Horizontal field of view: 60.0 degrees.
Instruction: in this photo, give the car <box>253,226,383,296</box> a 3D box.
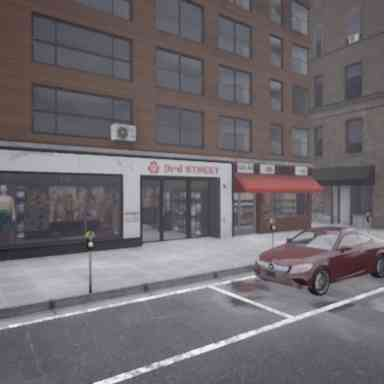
[{"bbox_3d":[3.460,1.573,8.539,4.206,1.307,1.802,0,0,-35],"label":"car"}]
